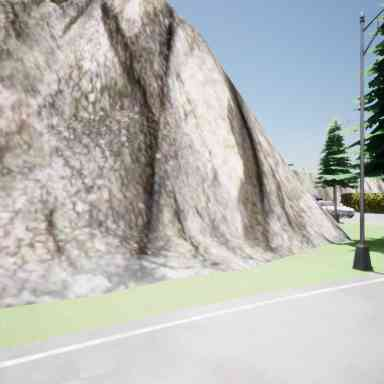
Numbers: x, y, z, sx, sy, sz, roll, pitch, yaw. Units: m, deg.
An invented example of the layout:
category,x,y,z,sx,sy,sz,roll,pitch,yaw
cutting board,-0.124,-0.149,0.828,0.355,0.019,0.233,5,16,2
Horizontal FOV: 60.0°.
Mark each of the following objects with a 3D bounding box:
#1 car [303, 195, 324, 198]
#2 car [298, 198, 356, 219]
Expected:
category,x,y,z,sx,sy,sz,roll,pitch,yaw
car,19.879,1.132,55.701,5.008,1.535,1.882,0,0,-30
car,11.888,1.526,29.068,1.812,1.442,4.674,0,0,-26
